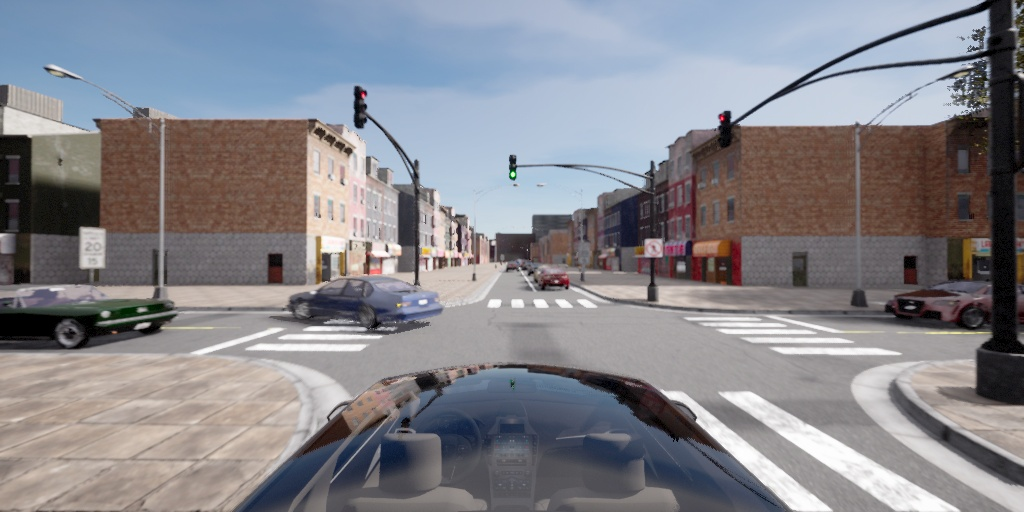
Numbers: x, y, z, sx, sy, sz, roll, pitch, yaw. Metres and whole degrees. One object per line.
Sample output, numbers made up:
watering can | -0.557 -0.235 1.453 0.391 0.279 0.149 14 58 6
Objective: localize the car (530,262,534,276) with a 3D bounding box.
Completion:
car | 2.668 1.431 29.454 1.751 1.417 4.829 0 0 0

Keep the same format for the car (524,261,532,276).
car | 2.681 1.549 40.642 1.948 1.339 4.313 0 0 0

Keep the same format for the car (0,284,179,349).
car | -10.957 1.343 8.529 4.718 1.301 1.895 0 0 0

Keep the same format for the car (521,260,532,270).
car | 2.699 1.685 57.679 1.948 1.339 4.313 0 0 0

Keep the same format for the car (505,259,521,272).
car | 0.057 1.584 52.914 1.837 1.490 4.892 0 0 0

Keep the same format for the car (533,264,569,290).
car | 2.662 1.415 23.605 1.888 1.381 4.507 0 0 0

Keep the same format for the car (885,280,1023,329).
car | 14.557 1.455 11.304 4.181 1.385 1.994 0 0 1

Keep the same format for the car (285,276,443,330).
car | -4.703 1.332 11.202 5.357 1.411 2.033 0 -1 28
